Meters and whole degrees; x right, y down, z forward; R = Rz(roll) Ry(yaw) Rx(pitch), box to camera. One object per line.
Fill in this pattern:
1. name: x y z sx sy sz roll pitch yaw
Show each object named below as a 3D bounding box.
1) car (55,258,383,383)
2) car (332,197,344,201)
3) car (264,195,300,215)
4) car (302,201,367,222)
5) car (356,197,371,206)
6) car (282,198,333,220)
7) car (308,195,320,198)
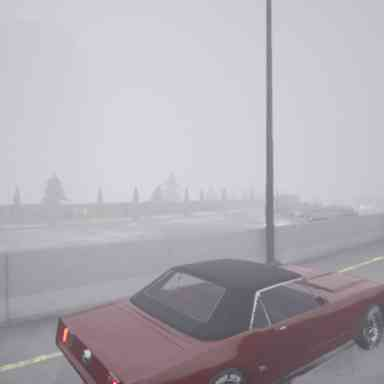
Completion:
1. car: 0.832 1.613 4.530 4.718 1.301 1.895 0 0 -37
2. car: 27.945 1.605 63.998 1.812 1.442 4.674 0 0 14
3. car: 9.053 1.288 32.545 2.150 2.045 5.566 0 -1 37
4. car: 9.654 1.579 22.296 2.033 1.411 5.357 0 0 42
5. car: 29.919 1.560 58.088 2.128 1.511 4.902 0 0 18
6. car: 9.764 1.539 27.868 2.128 1.511 4.902 0 0 39
7. car: 25.621 1.472 70.039 1.837 1.490 4.892 0 0 11
